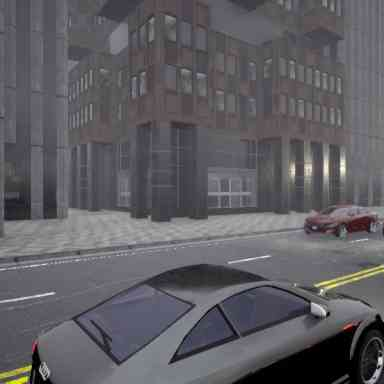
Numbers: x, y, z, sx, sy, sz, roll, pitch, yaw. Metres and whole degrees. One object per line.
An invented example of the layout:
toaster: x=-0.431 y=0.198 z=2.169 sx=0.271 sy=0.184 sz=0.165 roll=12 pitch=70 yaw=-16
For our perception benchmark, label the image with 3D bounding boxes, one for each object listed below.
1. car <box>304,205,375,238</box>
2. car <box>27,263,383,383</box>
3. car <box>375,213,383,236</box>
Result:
car: x=7.986 y=1.472 z=17.696 sx=5.008 sy=1.535 sz=1.882 roll=0 pitch=0 yaw=-36
car: x=0.451 y=1.563 z=3.800 sx=4.181 sy=1.385 sz=1.994 roll=0 pitch=0 yaw=-36
car: x=11.069 y=1.346 z=15.936 sx=4.553 sy=1.767 sz=2.097 roll=0 pitch=0 yaw=-36
